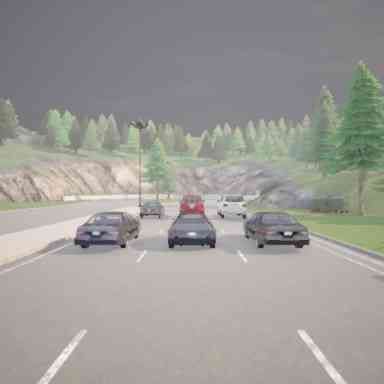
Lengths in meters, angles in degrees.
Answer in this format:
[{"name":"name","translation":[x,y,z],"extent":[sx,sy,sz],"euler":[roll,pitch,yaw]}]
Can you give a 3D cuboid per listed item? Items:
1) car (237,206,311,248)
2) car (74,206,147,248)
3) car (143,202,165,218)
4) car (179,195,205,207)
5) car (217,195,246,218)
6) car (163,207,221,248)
[{"name":"car","translation":[3.500,1.560,14.650],"extent":[2.033,1.411,5.357],"euler":[0,0,0]},{"name":"car","translation":[-3.500,1.560,14.650],"extent":[2.033,1.411,5.357],"euler":[0,0,0]},{"name":"car","translation":[-3.500,1.561,29.650],"extent":[2.033,1.411,5.357],"euler":[0,0,0]},{"name":"car","translation":[0.000,1.255,29.680],"extent":[2.150,2.045,5.566],"euler":[0,0,0]},{"name":"car","translation":[3.500,1.255,29.680],"extent":[2.150,2.045,5.566],"euler":[0,0,0]},{"name":"car","translation":[0.000,1.569,14.650],"extent":[1.994,1.385,4.181],"euler":[0,0,0]}]
